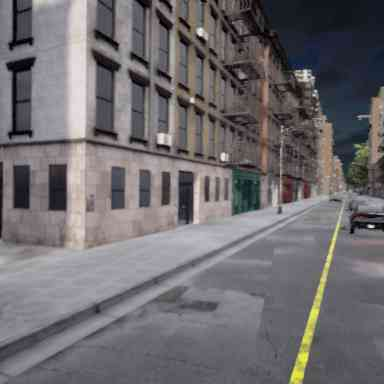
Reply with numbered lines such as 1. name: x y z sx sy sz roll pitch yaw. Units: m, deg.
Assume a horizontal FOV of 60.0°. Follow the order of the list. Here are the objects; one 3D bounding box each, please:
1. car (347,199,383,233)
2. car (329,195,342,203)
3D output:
1. car: 9.688 1.403 18.236 1.837 1.490 4.892 1 1 26
2. car: 25.643 1.192 59.387 1.994 1.385 4.181 1 1 25
